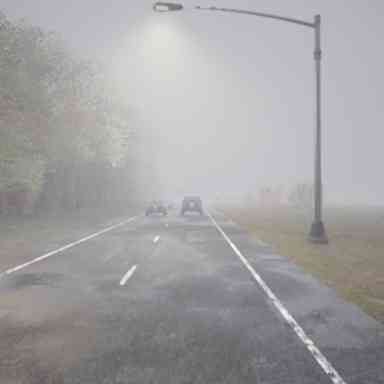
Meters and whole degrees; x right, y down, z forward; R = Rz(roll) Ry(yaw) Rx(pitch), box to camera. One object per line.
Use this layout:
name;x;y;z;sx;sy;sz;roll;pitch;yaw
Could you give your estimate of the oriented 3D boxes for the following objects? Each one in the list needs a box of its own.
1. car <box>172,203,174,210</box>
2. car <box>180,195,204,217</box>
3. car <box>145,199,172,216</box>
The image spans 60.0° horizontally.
car;-3.494;1.775;45.426;1.895;1.301;4.718;0;0;0
car;-0.004;1.353;33.753;2.150;2.045;5.566;0;0;0
car;-3.504;1.485;34.075;2.097;1.767;4.553;0;0;0
